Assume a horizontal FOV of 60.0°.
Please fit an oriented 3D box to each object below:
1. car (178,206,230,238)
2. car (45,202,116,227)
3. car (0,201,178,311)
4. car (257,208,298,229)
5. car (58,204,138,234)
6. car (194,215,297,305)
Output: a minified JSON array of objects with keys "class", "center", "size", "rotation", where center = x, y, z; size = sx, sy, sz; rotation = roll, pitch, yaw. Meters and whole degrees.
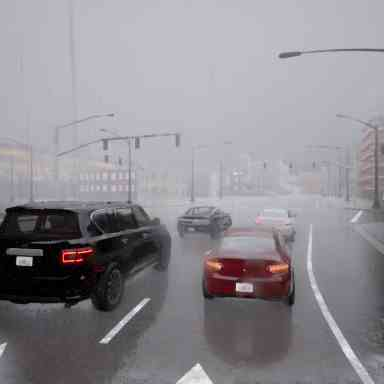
[{"class":"car","center":[0.784,1.491,17.289],"size":[2.128,1.511,4.902],"rotation":[0,0,19]},{"class":"car","center":[-7.973,1.549,24.456],"size":[2.033,1.411,5.357],"rotation":[0,0,20]},{"class":"car","center":[-2.161,1.221,8.039],"size":[2.150,2.045,5.566],"rotation":[0,0,12]},{"class":"car","center":[4.191,1.526,16.557],"size":[1.812,1.442,4.674],"rotation":[0,0,20]},{"class":"car","center":[-5.604,1.548,20.824],"size":[2.033,1.411,5.357],"rotation":[0,0,21]},{"class":"car","center":[1.452,1.526,8.124],"size":[1.812,1.442,4.674],"rotation":[0,0,13]}]
